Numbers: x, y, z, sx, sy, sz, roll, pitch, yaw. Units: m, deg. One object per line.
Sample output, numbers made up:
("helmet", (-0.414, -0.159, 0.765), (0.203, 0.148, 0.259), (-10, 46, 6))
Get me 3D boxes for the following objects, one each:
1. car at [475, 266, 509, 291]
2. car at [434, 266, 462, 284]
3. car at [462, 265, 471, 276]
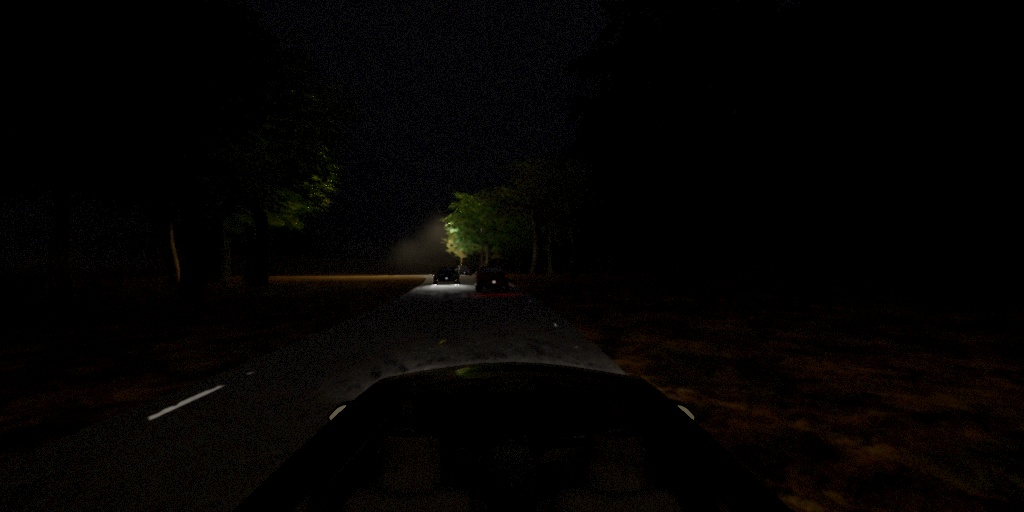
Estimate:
("car", (-1.361, 1.372, 23.242), (1.882, 1.535, 5.008), (0, -1, -7))
("car", (-5.432, 1.589, 29.947), (1.994, 1.385, 4.181), (0, -1, -10))
("car", (-6.995, 2.052, 50.126), (1.812, 1.442, 4.674), (-1, -2, -16))
